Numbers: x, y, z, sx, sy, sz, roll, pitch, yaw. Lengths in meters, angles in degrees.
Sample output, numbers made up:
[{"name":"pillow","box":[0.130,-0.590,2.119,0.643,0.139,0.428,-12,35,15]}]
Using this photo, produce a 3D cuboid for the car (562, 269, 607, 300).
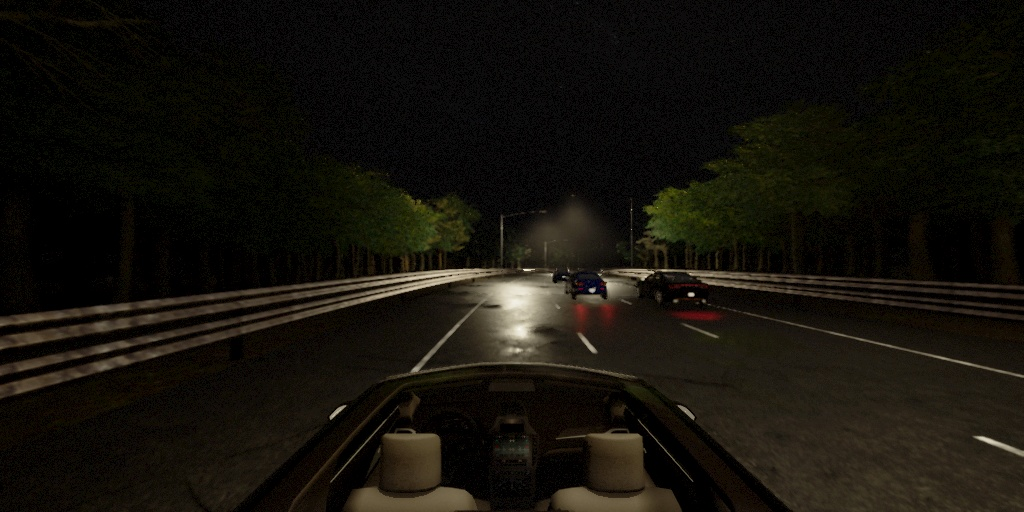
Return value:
[{"name":"car","box":[4.057,1.576,20.004,1.812,1.442,4.674,0,-1,3]}]

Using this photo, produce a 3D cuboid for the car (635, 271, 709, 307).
[{"name":"car","box":[7.435,1.476,17.179,1.882,1.535,5.008,0,-1,2]}]

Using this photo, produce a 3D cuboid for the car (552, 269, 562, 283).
[{"name":"car","box":[5.205,2.071,37.074,1.994,1.385,4.181,0,-2,5]}]
